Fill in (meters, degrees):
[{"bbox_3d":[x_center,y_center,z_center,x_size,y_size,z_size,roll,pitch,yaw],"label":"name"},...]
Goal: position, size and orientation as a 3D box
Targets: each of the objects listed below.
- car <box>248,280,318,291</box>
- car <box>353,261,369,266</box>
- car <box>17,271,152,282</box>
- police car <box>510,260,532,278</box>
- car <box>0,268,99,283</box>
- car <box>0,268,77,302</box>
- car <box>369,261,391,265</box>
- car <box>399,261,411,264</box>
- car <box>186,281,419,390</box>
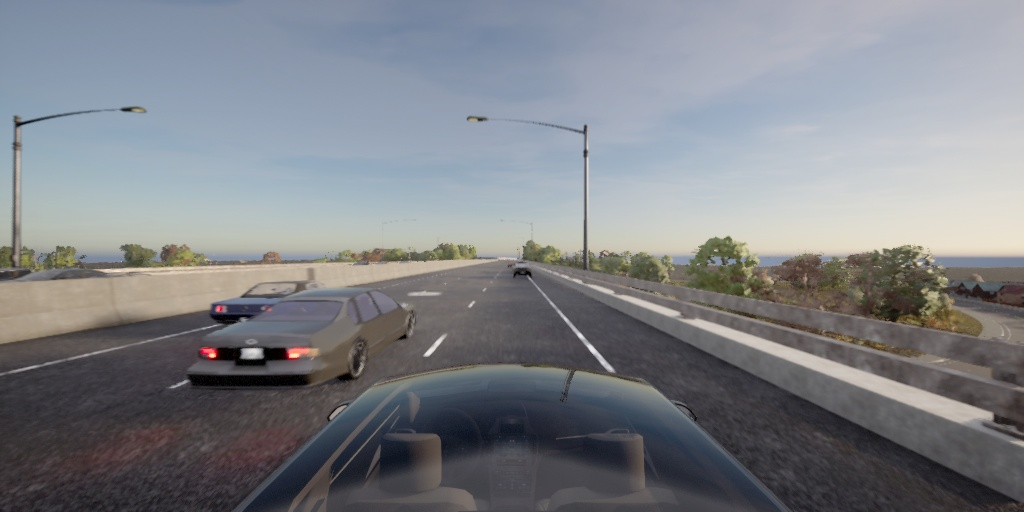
[{"bbox_3d":[-6.893,1.419,11.536,1.895,1.301,4.718,0,0,0],"label":"car"},{"bbox_3d":[-24.480,1.655,58.713,1.837,1.490,4.892,0,0,0],"label":"car"},{"bbox_3d":[-17.588,1.450,15.845,1.895,1.301,4.718,0,0,0],"label":"car"},{"bbox_3d":[1.070,1.426,38.084,1.930,1.638,5.238,0,0,0],"label":"police car"},{"bbox_3d":[-21.084,1.333,16.735,1.882,1.535,5.008,0,0,0],"label":"car"},{"bbox_3d":[-24.583,1.363,17.039,1.837,1.490,4.892,0,0,0],"label":"car"},{"bbox_3d":[-20.982,1.620,58.391,1.882,1.535,5.008,0,0,0],"label":"car"},{"bbox_3d":[-17.487,1.617,58.450,1.882,1.535,5.008,0,0,0],"label":"car"},{"bbox_3d":[-3.396,1.336,7.195,2.033,1.411,5.357,0,0,0],"label":"car"}]
